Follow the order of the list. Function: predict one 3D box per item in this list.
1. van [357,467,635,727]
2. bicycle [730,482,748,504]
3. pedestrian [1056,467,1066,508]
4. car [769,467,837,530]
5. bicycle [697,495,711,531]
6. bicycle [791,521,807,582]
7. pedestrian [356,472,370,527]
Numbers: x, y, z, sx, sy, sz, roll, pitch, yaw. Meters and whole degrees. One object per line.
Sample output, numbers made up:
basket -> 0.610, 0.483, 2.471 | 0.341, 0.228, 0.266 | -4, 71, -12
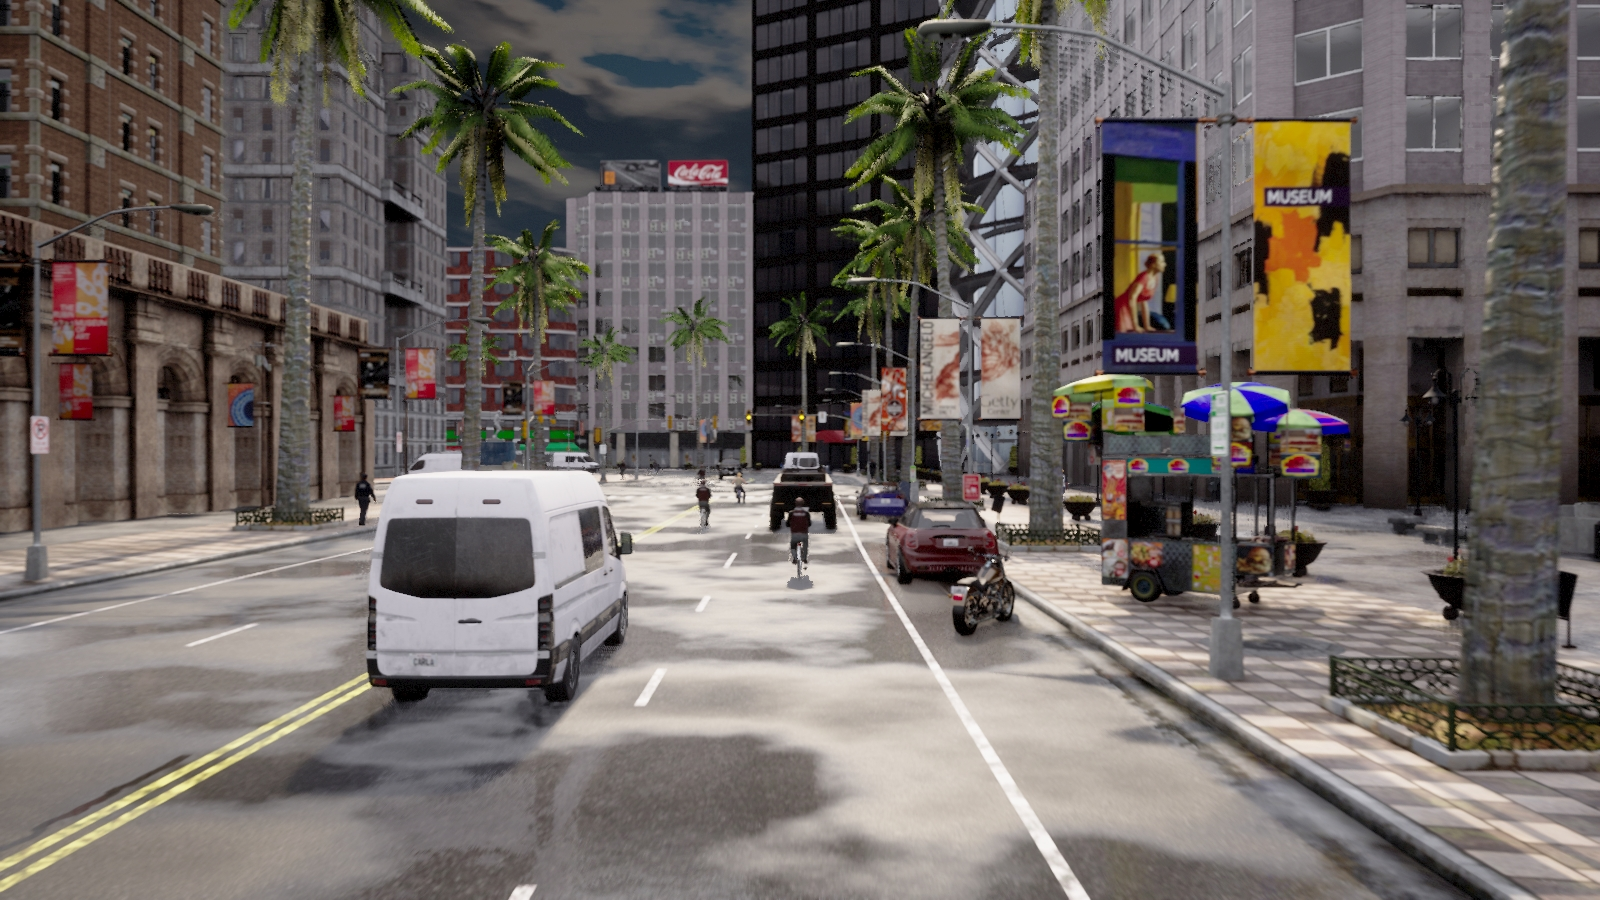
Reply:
van -> -3.515, 1.534, 14.570 | 1.988, 2.561, 5.915 | 0, 0, 0
bicycle -> -3.178, 2.256, 59.782 | 0.859, 1.080, 1.487 | 0, 0, 0
pedestrian -> 11.976, 1.701, 52.403 | 0.375, 1.860, 0.375 | 0, 0, 0
car -> 0.141, 1.753, 43.413 | 2.390, 2.098, 6.274 | 0, 0, 1
bicycle -> -3.394, 2.210, 40.489 | 0.329, 1.171, 1.835 | 0, 0, 1
bicycle -> -0.019, 2.210, 25.071 | 0.329, 1.171, 1.835 | 0, 0, 0
pedestrian -> -15.051, 1.696, 39.363 | 0.375, 1.860, 0.375 | 0, 0, -3
